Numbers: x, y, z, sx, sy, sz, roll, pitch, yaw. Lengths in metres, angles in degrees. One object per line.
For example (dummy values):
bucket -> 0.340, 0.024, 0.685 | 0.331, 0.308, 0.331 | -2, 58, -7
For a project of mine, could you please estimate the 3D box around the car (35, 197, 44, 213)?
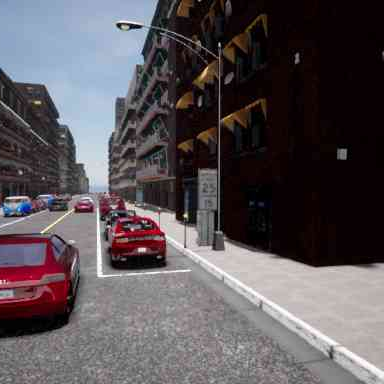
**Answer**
car -> -17.771, 1.567, 36.432 | 1.802, 1.307, 4.206 | -1, 0, -16

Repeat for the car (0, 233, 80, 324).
car -> -3.507, 1.561, 7.091 | 1.994, 1.385, 4.181 | 0, 0, -16

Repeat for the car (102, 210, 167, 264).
car -> -2.061, 1.542, 11.789 | 1.887, 1.381, 4.507 | -1, 0, -16

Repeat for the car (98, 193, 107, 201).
car -> -23.723, 1.311, 87.711 | 2.192, 1.841, 5.009 | -1, 0, -16

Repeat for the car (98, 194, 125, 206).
car -> -6.631, 1.308, 27.798 | 2.192, 1.841, 5.009 | -1, 0, -16

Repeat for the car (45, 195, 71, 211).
car -> -16.049, 1.492, 40.118 | 1.837, 1.490, 4.892 | 0, 0, -16

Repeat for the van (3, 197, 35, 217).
van -> -16.219, 1.327, 30.985 | 1.690, 1.788, 3.998 | -1, 0, -16

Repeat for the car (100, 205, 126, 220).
car -> -3.520, 1.562, 16.907 | 1.947, 1.339, 4.313 | -1, 0, -16

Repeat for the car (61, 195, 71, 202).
car -> -30.235, 1.428, 79.996 | 1.967, 1.590, 4.097 | -1, 0, -16

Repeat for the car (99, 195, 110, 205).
car -> -15.952, 1.431, 60.479 | 1.967, 1.590, 4.097 | -1, 0, -16

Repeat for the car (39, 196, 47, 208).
car -> -19.327, 1.567, 41.878 | 1.802, 1.307, 4.206 | -1, 0, -16

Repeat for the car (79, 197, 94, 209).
car -> -14.883, 1.515, 46.987 | 1.812, 1.442, 4.674 | 0, 0, -16

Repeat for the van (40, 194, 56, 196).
van -> -20.896, 1.326, 47.322 | 1.690, 1.788, 3.998 | -1, 0, -16

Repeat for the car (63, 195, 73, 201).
car -> -31.787, 1.555, 85.443 | 1.947, 1.339, 4.313 | -1, 0, -16

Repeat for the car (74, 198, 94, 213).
car -> -12.073, 1.553, 37.328 | 1.994, 1.385, 4.181 | 0, 0, -15
